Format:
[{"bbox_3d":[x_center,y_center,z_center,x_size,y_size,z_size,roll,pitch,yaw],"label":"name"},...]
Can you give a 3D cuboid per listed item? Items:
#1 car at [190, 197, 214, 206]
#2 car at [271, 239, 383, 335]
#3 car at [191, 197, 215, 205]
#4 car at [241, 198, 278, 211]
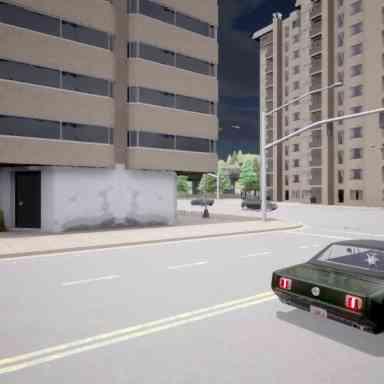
[{"bbox_3d":[1.533,1.564,54.350,1.994,1.385,4.181,0,0,-36],"label":"car"},{"bbox_3d":[3.814,1.601,6.494,4.718,1.301,1.895,0,0,-35],"label":"car"},{"bbox_3d":[1.882,1.601,59.900,1.895,1.301,4.718,0,0,-35],"label":"car"},{"bbox_3d":[7.906,1.504,39.268,1.837,1.490,4.892,0,0,-36],"label":"car"}]
